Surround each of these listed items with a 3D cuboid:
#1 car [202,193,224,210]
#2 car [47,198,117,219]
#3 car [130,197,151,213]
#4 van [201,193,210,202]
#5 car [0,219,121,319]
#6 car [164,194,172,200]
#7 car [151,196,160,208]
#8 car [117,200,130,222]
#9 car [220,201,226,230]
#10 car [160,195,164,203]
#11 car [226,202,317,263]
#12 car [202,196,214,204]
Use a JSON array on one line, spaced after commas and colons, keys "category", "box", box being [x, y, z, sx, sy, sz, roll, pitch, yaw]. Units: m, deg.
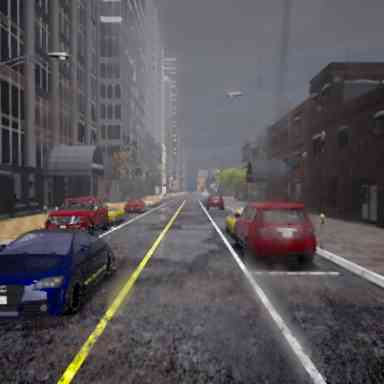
[{"category": "car", "box": [2.666, 1.137, 39.339, 2.192, 1.841, 5.009, -1, 0, 0]}, {"category": "car", "box": [-5.710, 1.237, 17.209, 2.192, 1.841, 5.009, -1, 0, 0]}, {"category": "car", "box": [-5.710, 1.392, 33.814, 1.887, 1.381, 4.507, -1, 0, 0]}, {"category": "van", "box": [2.661, 1.038, 67.010, 1.690, 1.788, 3.998, -1, 0, 0]}, {"category": "car", "box": [-3.085, 1.531, 7.308, 1.994, 1.385, 4.181, 0, 0, 0]}, {"category": "car", "box": [-5.720, 1.088, 78.093, 1.967, 1.590, 4.097, -1, 0, 0]}, {"category": "car", "box": [-5.712, 1.324, 44.714, 1.752, 1.417, 4.829, -1, 0, 0]}, {"category": "car", "box": [-5.708, 1.423, 22.575, 1.752, 1.417, 4.829, -1, 0, 0]}, {"category": "car", "box": [2.674, 1.446, 17.371, 1.752, 1.417, 4.829, -1, 0, 0]}, {"category": "car", "box": [-5.714, 1.299, 50.248, 1.752, 1.417, 4.829, -1, 0, 0]}, {"category": "car", "box": [2.671, 1.262, 11.666, 2.192, 1.841, 5.009, -1, 0, 0]}, {"category": "car", "box": [2.667, 1.329, 55.943, 1.802, 1.307, 4.206, -1, 0, 0]}]
